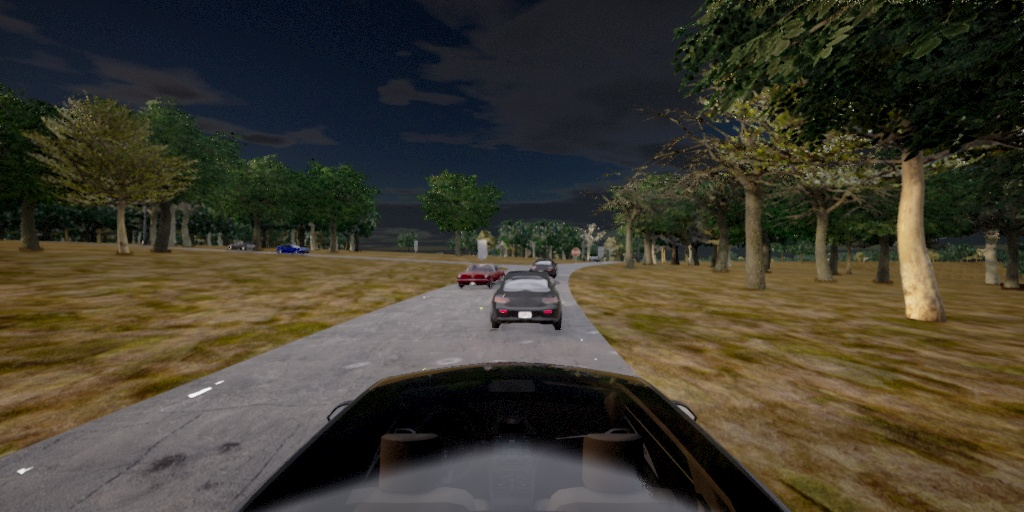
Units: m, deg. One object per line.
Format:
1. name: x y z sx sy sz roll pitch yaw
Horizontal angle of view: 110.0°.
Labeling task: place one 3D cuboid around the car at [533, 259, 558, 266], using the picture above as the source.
1. car: 2.507 0.938 27.388 1.812 1.442 4.674 0 1 11

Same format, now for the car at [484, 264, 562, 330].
1. car: 0.446 1.158 10.597 1.812 1.442 4.674 0 1 3

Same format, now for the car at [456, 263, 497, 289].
1. car: -1.764 1.108 20.891 1.895 1.301 4.718 0 1 8

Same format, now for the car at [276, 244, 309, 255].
1. car: -33.634 -1.011 55.095 5.008 1.535 1.882 3 0 16
